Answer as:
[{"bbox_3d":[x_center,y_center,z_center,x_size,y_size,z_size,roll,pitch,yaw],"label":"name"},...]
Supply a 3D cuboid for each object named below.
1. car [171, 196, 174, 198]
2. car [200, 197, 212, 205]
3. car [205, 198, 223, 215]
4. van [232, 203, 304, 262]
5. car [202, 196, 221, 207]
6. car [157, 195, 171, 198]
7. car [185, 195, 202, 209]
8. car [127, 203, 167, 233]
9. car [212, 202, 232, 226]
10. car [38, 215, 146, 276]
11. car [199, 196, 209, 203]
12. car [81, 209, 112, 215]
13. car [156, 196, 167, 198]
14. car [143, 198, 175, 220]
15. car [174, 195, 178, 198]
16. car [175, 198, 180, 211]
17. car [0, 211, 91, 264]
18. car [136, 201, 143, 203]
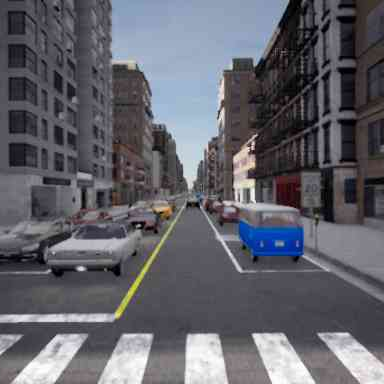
[{"bbox_3d":[-5.351,1.562,68.684,1.967,1.590,4.097,0,0,0],"label":"car"},{"bbox_3d":[2.671,1.614,63.001,2.008,1.369,4.403,0,0,0],"label":"car"},{"bbox_3d":[2.653,1.614,34.594,1.802,1.307,4.206,0,0,0],"label":"car"},{"bbox_3d":[2.637,1.337,11.870,1.690,1.788,3.998,0,0,0],"label":"van"},{"bbox_3d":[2.655,1.354,40.276,2.192,1.841,5.009,0,0,0],"label":"car"},{"bbox_3d":[-5.359,1.425,57.320,2.192,1.841,5.009,0,0,0],"label":"car"},{"bbox_3d":[0.133,1.539,46.292,1.882,1.535,5.008,0,0,0],"label":"car"},{"bbox_3d":[-2.839,1.609,19.717,1.994,1.385,4.181,0,0,0],"label":"car"},{"bbox_3d":[2.646,1.598,23.231,1.802,1.307,4.206,0,0,0],"label":"car"},{"bbox_3d":[-2.818,1.630,10.573,1.895,1.301,4.718,0,0,-1],"label":"car"},{"bbox_3d":[2.678,1.641,74.363,1.947,1.339,4.313,0,0,0],"label":"car"},{"bbox_3d":[-5.383,1.603,17.547,1.887,1.381,4.507,0,0,0],"label":"car"},{"bbox_3d":[-5.361,1.669,51.638,1.947,1.339,4.313,0,0,0],"label":"car"},{"bbox_3d":[-2.831,1.538,29.364,1.882,1.535,5.008,0,0,0],"label":"car"},{"bbox_3d":[-5.340,1.721,85.729,1.802,1.307,4.206,0,0,0],"label":"car"},{"bbox_3d":[-2.791,1.674,39.469,1.895,1.301,4.718,0,0,0],"label":"car"},{"bbox_3d":[-5.386,1.599,11.865,2.008,1.369,4.403,0,0,0],"label":"car"},{"bbox_3d":[-5.372,1.610,34.423,1.752,1.417,4.829,0,0,0],"label":"car"}]
